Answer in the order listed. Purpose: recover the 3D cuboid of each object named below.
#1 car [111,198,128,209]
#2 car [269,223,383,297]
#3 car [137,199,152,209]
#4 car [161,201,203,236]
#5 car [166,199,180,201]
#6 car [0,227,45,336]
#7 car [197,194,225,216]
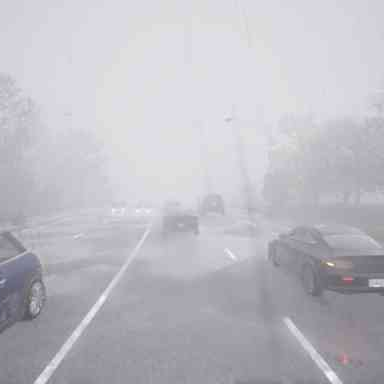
[{"bbox_3d":[-10.155,1.587,46.808,1.994,1.385,4.181,0,0,-5],"label":"car"},{"bbox_3d":[3.349,1.521,8.471,1.812,1.442,4.674,0,0,-2],"label":"car"},{"bbox_3d":[-6.563,1.618,45.801,1.895,1.301,4.718,0,0,-5],"label":"car"},{"bbox_3d":[-0.696,1.482,18.704,1.882,1.535,5.008,0,0,-4],"label":"car"},{"bbox_3d":[-2.130,1.487,37.041,1.882,1.535,5.008,0,0,-5],"label":"car"},{"bbox_3d":[-3.715,1.360,4.214,2.097,1.767,4.553,0,0,-2],"label":"car"},{"bbox_3d":[1.780,1.224,32.283,2.150,2.045,5.566,0,0,-5],"label":"car"}]
